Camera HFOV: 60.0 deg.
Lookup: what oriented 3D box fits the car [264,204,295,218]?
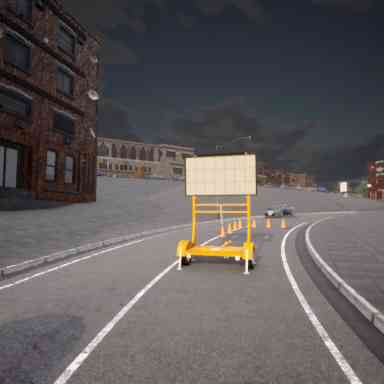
[{"bbox_3d":[9.531,2.034,36.049,2.128,1.511,4.902,-4,-3,38],"label":"car"}]

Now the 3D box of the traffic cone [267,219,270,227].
[{"bbox_3d":[5.339,2.166,23.209,0.340,0.580,0.340,-2,-1,17],"label":"traffic cone"}]

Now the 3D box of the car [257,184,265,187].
[{"bbox_3d":[12.381,-1.458,70.211,4.553,1.767,2.185,3,-6,-35],"label":"car"}]

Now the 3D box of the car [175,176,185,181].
[{"bbox_3d":[-1.371,-2.061,60.900,4.892,1.521,2.231,3,-5,-32],"label":"car"}]

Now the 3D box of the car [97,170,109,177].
[{"bbox_3d":[-15.363,-2.775,52.257,4.553,1.767,2.185,2,-5,-32],"label":"car"}]

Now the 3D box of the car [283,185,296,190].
[{"bbox_3d":[21.332,-0.758,76.988,4.674,1.452,2.002,3,-6,-38],"label":"car"}]

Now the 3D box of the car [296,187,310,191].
[{"bbox_3d":[25.542,-0.527,80.397,4.892,1.521,2.231,4,-6,-39],"label":"car"}]

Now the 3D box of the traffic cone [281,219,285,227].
[{"bbox_3d":[6.291,2.136,22.916,0.340,0.580,0.340,-2,-1,17],"label":"traffic cone"}]

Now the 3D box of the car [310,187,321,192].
[{"bbox_3d":[29.838,-0.345,84.043,4.553,1.767,2.185,4,-6,-40],"label":"car"}]

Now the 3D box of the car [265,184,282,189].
[{"bbox_3d":[16.972,-1.035,73.614,4.792,1.488,2.163,3,-6,-37],"label":"car"}]

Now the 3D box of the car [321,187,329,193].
[{"bbox_3d":[34.047,-0.136,87.747,5.566,2.045,2.435,5,-6,-41],"label":"car"}]

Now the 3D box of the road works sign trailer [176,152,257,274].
[{"bbox_3d":[0.985,0.528,10.954,2.380,3.560,2.880,-1,-1,18],"label":"road works sign trailer"}]

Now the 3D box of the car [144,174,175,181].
[{"bbox_3d":[-6.060,-2.267,57.995,4.892,1.521,2.231,2,-5,-32],"label":"car"}]
